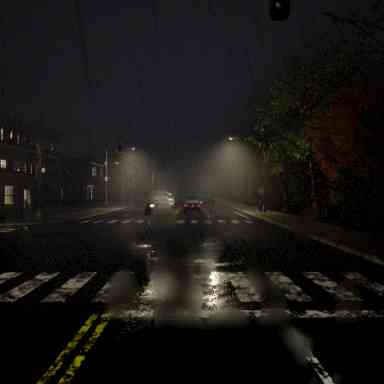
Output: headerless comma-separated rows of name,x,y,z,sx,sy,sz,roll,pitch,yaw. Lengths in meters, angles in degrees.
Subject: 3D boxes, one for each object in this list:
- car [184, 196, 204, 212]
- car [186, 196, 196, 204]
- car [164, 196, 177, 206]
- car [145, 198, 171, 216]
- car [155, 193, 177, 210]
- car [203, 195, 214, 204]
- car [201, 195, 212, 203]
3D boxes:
car,0.029,1.535,38.483,2.033,1.411,5.357,0,0,0
car,-0.141,1.482,63.639,1.837,1.490,4.892,0,0,0
car,-3.448,1.485,53.619,1.837,1.490,4.892,0,0,0
car,-3.414,1.554,32.750,1.994,1.385,4.181,0,0,0
car,-3.431,1.206,43.151,2.150,2.045,5.566,0,0,0
car,3.208,1.577,63.245,1.895,1.301,4.718,0,0,0
car,3.082,1.494,73.250,2.128,1.511,4.902,0,0,0
